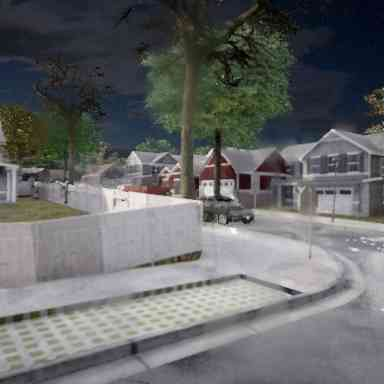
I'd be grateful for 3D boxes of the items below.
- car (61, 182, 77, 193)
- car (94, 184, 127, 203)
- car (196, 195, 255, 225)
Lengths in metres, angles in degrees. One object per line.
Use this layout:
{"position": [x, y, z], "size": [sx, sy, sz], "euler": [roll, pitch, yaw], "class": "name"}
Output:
{"position": [-17.473, -0.593, 47.439], "size": [1.837, 1.490, 4.892], "euler": [1, 1, -34], "class": "car"}
{"position": [-8.366, 0.102, 33.969], "size": [2.097, 1.767, 4.553], "euler": [1, 2, -34], "class": "car"}
{"position": [1.576, 0.992, 19.426], "size": [1.837, 1.490, 4.892], "euler": [1, 2, -34], "class": "car"}
